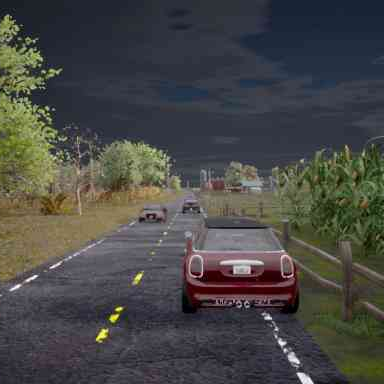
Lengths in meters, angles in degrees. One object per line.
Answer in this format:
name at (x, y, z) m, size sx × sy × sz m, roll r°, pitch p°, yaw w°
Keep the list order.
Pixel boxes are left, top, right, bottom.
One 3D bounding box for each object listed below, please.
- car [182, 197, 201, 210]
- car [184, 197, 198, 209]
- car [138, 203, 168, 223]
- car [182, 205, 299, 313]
car at (-0.072, 1.483, 36.001) m, size 1.837 × 1.490 × 4.892 m, roll 0°, pitch 0°, yaw 0°
car at (-0.124, 1.468, 45.911) m, size 1.837 × 1.490 × 4.892 m, roll 0°, pitch 0°, yaw 0°
car at (-2.852, 1.552, 25.148) m, size 1.994 × 1.385 × 4.181 m, roll 0°, pitch 0°, yaw 0°
car at (0.871, 1.350, 7.808) m, size 2.097 × 1.767 × 4.553 m, roll 0°, pitch 0°, yaw 0°
